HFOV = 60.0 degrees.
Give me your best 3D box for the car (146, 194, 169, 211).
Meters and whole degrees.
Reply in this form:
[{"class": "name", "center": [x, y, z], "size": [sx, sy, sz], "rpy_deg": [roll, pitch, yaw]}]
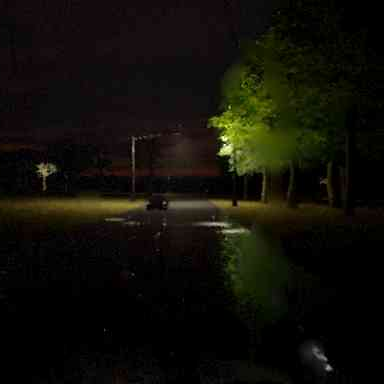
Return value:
[{"class": "car", "center": [-3.573, 1.075, 35.322], "size": [2.097, 1.767, 4.553], "rpy_deg": [0, 1, 0]}]
